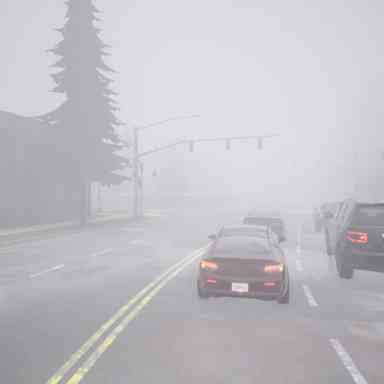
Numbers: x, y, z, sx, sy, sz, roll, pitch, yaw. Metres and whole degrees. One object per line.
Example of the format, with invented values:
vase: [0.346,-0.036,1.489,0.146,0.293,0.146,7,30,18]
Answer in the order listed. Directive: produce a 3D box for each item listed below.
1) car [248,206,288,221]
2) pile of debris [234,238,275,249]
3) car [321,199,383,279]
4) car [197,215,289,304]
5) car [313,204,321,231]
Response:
car: [3.821,1.478,17.078,1.882,1.535,5.008,0,0,18]
pile of debris: [2.724,2.175,14.249,1.500,0.140,1.860,0,0,18]
car: [5.286,1.219,9.797,2.150,2.045,5.566,0,0,17]
car: [1.319,1.526,8.162,1.812,1.442,4.674,0,0,12]
car: [8.551,1.352,20.264,2.097,1.767,4.553,0,0,18]
